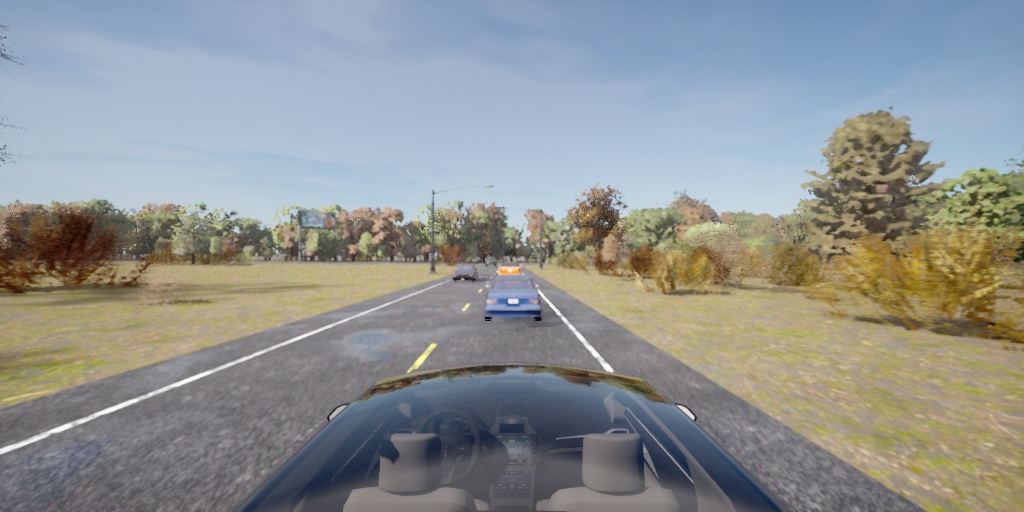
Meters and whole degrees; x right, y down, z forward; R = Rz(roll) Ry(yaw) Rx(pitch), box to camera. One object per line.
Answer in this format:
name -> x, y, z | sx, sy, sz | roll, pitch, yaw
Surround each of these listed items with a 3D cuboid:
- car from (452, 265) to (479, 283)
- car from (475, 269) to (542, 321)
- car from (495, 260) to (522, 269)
car -> -3.845, 1.448, 30.550 | 2.033, 1.411, 5.357 | 0, 0, -1
car -> 0.016, 1.354, 12.744 | 2.033, 1.411, 5.357 | 0, 0, 0
car -> -0.166, 1.259, 32.341 | 2.097, 1.767, 4.553 | 0, 0, 0
